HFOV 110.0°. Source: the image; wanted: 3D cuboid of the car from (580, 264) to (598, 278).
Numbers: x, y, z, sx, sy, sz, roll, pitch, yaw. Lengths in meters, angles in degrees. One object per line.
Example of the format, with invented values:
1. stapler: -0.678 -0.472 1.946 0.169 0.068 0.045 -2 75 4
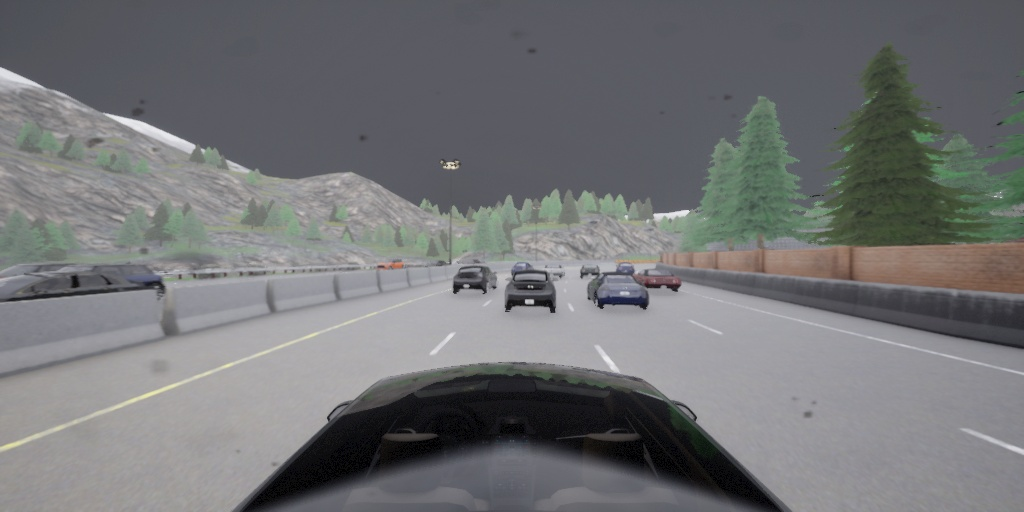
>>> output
1. car: 7.935 1.475 36.185 1.895 1.301 4.718 0 0 14

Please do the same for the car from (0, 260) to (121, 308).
1. car: -20.387 1.087 15.362 2.097 1.767 4.553 0 0 5

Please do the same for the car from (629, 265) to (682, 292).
1. car: 8.711 1.435 22.018 1.895 1.301 4.718 0 0 8

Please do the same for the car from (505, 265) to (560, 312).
1. car: 0.782 1.295 14.426 1.837 1.490 4.892 0 0 5

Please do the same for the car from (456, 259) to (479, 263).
1. car: -6.046 1.234 51.507 2.097 1.767 4.553 0 0 18

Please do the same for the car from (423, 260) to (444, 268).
1. car: -11.930 1.384 56.057 1.837 1.490 4.892 0 0 19

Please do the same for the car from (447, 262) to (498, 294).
1. car: -2.033 1.306 20.745 1.837 1.490 4.892 0 0 7

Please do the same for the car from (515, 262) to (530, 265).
1. car: 1.154 1.386 37.822 1.812 1.442 4.674 0 0 13

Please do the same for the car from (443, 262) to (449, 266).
1. car: -8.307 1.489 55.866 1.895 1.301 4.718 0 0 19

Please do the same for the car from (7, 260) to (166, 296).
1. car: -16.953 1.094 14.371 2.097 1.767 4.553 0 0 5

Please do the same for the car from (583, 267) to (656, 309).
1. car: 4.390 1.366 15.367 1.994 1.385 4.181 0 0 5

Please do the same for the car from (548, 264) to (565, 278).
1. car: 4.235 1.463 35.749 1.895 1.301 4.718 0 0 13

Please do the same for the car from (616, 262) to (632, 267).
1. car: 12.312 1.420 39.033 1.812 1.442 4.674 0 0 15

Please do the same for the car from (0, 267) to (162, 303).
1. car: -13.727 1.244 10.498 1.837 1.490 4.892 0 0 4

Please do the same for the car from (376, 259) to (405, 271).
1. car: -17.217 1.202 50.905 2.097 1.767 4.553 0 0 17
